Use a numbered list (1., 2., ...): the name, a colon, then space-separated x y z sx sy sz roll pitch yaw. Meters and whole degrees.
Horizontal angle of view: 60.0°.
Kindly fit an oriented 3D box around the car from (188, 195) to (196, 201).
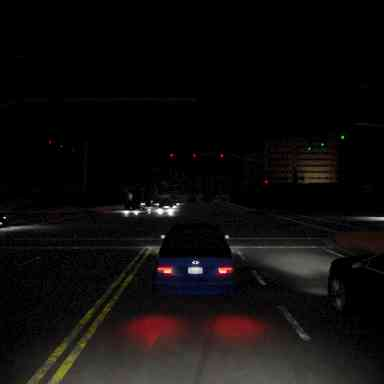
1. car: -0.057 1.425 84.641 1.994 1.385 4.181 0 0 0

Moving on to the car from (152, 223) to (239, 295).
1. car: 0.077 1.547 8.868 2.033 1.411 5.357 0 0 0

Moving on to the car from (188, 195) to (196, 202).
1. car: -0.050 1.531 74.368 2.033 1.411 5.357 0 0 0

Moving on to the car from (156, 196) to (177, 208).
1. car: -3.630 1.601 47.563 1.895 1.301 4.718 0 0 0

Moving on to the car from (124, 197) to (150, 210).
1. car: -7.170 1.547 42.314 2.033 1.411 5.357 0 0 2

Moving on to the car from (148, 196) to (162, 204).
1. car: -7.083 1.548 64.760 2.033 1.411 5.357 0 0 1

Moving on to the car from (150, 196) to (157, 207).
1. car: -7.128 1.505 51.956 1.837 1.490 4.892 0 0 0

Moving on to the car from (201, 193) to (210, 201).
1. car: 3.443 1.228 84.616 2.097 1.767 4.553 0 0 0

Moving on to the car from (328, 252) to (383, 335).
1. car: 3.560 1.491 4.624 2.128 1.511 4.902 0 0 0

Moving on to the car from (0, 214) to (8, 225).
1. car: -14.410 1.547 20.464 5.357 1.411 2.033 0 0 -3

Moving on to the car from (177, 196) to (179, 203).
1. car: -3.622 1.492 56.880 2.128 1.511 4.902 0 0 0

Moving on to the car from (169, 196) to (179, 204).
1. car: -3.566 1.505 66.926 1.837 1.490 4.892 0 0 0

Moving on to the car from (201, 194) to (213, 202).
1. car: 3.450 1.344 74.660 2.097 1.767 4.553 0 0 0
